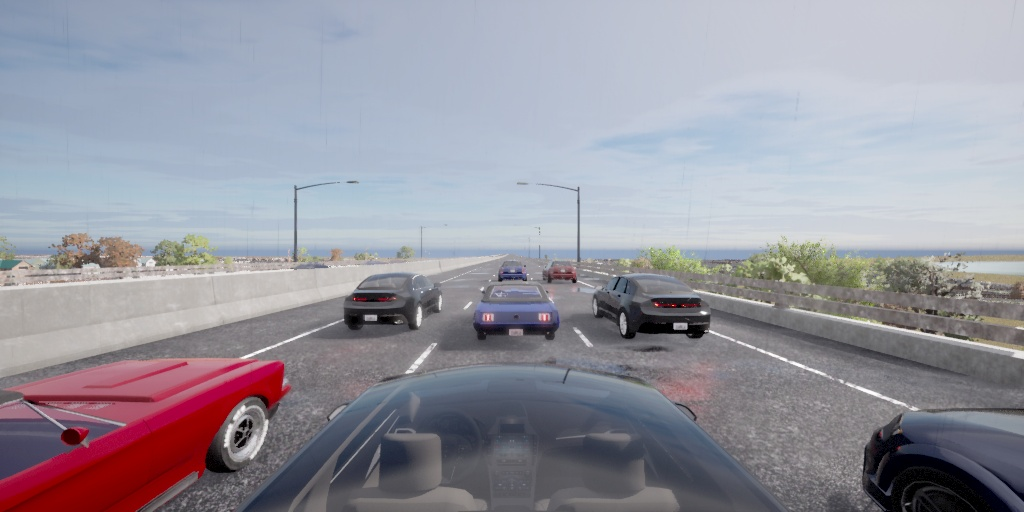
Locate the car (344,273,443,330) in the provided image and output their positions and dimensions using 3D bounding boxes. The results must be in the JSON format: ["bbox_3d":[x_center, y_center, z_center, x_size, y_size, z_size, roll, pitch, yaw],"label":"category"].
[{"bbox_3d":[-3.413,1.251,11.087,1.837,1.490,4.892,0,0,0],"label":"car"}]

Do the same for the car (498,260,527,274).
[{"bbox_3d":[0.062,1.092,27.539,2.097,1.767,4.553,0,0,0],"label":"car"}]

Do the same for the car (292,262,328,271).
[{"bbox_3d":[-21.147,1.299,37.710,1.994,1.385,4.181,0,0,0],"label":"car"}]

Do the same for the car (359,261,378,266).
[{"bbox_3d":[-17.652,1.279,45.101,2.033,1.411,5.357,0,0,0],"label":"car"}]

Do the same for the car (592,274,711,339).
[{"bbox_3d":[3.588,1.252,10.067,1.837,1.490,4.892,0,0,0],"label":"car"}]

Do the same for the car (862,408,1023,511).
[{"bbox_3d":[3.595,1.314,0.904,1.994,1.385,4.181,0,0,1],"label":"car"}]

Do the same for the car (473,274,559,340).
[{"bbox_3d":[0.089,1.348,9.911,1.895,1.301,4.718,0,0,0],"label":"car"}]

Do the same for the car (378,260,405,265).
[{"bbox_3d":[-14.150,1.210,43.542,1.882,1.535,5.008,0,0,0],"label":"car"}]

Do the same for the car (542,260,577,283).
[{"bbox_3d":[3.569,1.092,27.544,2.097,1.767,4.553,0,0,-1],"label":"car"}]

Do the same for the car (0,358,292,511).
[{"bbox_3d":[-3.403,1.351,1.859,1.895,1.301,4.718,0,0,0],"label":"car"}]
